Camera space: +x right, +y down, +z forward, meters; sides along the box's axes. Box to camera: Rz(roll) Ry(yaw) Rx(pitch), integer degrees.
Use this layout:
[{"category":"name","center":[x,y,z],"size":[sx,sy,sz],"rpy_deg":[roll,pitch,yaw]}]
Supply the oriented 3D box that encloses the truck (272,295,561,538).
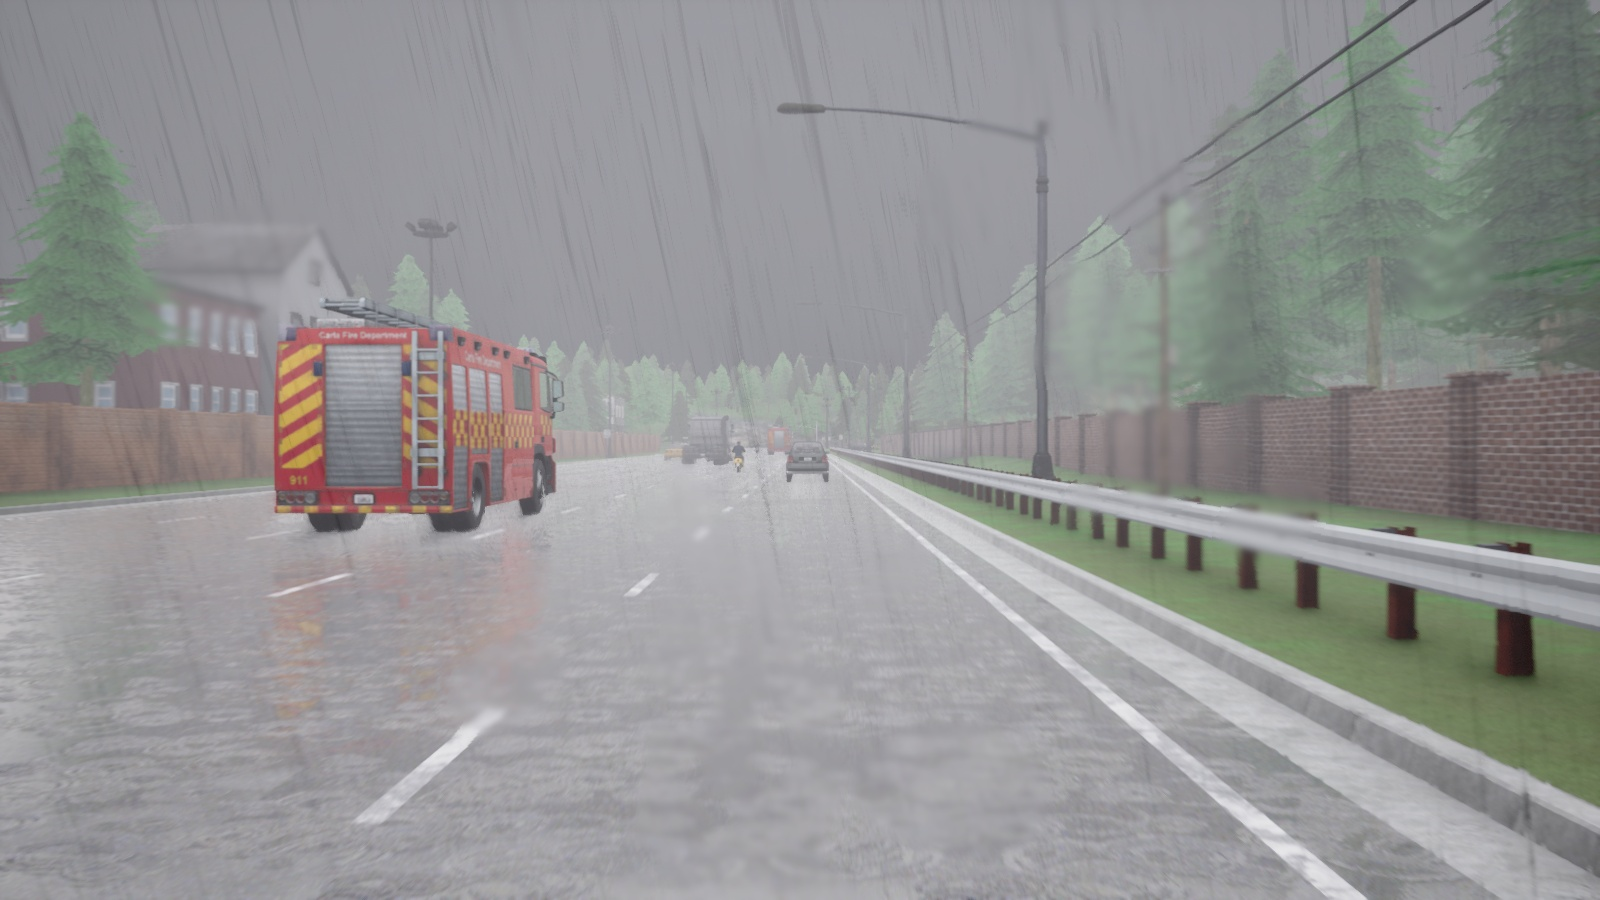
[{"category":"truck","center":[-6.847,-0.560,24.030],"size":[2.891,3.827,8.468],"rpy_deg":[0,0,0]}]

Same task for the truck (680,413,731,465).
[{"category":"truck","center":[-6.487,-0.736,87.546],"size":[2.891,3.462,7.936],"rpy_deg":[0,0,0]}]

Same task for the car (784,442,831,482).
[{"category":"car","center":[0.299,0.442,50.063],"size":[1.789,1.549,3.705],"rpy_deg":[0,0,0]}]
